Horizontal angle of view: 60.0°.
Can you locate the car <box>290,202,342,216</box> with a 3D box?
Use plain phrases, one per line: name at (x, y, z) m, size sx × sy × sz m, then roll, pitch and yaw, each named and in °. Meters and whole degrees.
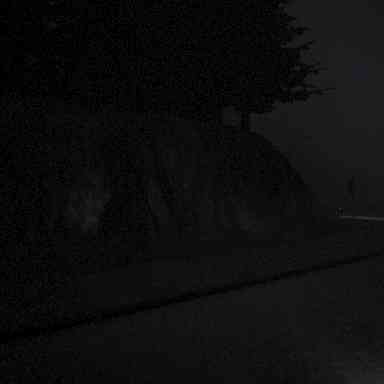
car at (11.952, 1.601, 32.218) m, size 1.895 × 1.301 × 4.718 m, roll 0°, pitch 0°, yaw -35°
